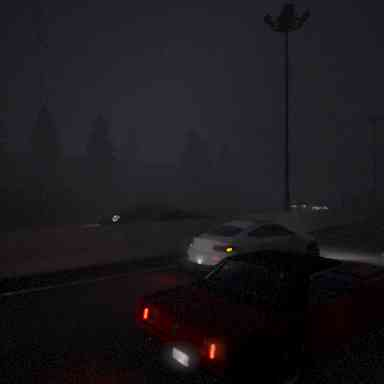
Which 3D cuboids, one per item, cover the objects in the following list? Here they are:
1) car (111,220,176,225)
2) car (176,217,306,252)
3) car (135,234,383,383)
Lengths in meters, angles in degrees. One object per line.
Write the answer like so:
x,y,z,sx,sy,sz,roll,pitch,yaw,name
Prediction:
-1.229,1.583,16.697,5.357,1.411,2.033,0,0,-41,car
1.976,1.543,10.052,4.674,1.442,1.812,0,0,-40,car
1.619,1.609,5.196,4.718,1.301,1.895,0,0,-38,car
